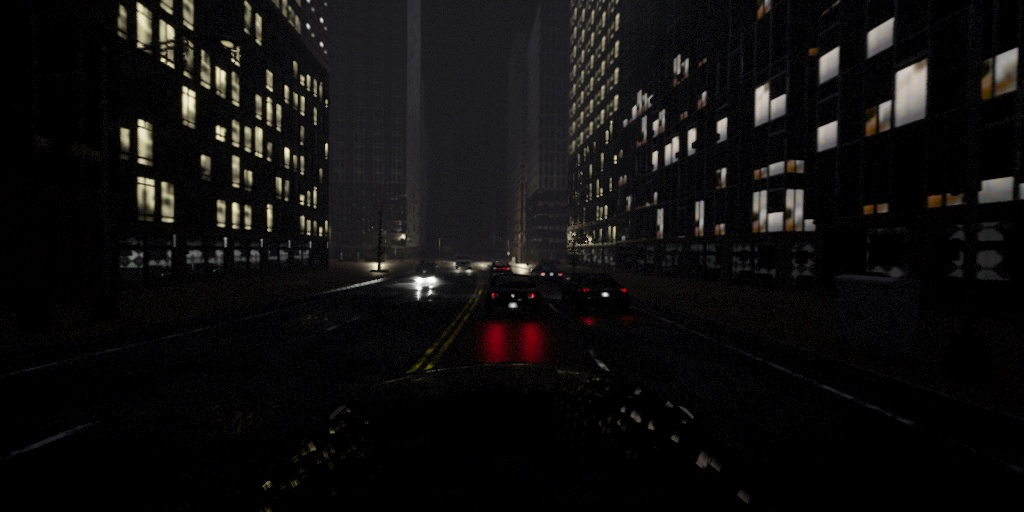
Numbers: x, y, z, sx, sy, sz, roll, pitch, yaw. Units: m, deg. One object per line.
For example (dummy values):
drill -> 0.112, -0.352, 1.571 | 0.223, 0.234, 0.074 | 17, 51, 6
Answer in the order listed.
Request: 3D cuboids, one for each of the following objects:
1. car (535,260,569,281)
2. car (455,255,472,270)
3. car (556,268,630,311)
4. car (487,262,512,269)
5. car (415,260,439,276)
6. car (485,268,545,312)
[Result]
car -> 2.540, 1.301, 27.173 | 2.033, 1.411, 5.357 | 1, 0, -4
car -> -6.837, 0.857, 50.639 | 2.150, 2.045, 5.566 | 0, 0, -7
car -> 3.223, 1.338, 14.610 | 1.994, 1.385, 4.181 | 1, 0, -2
car -> -1.031, 1.208, 30.650 | 2.128, 1.511, 4.902 | 1, 0, -5
car -> -8.140, 1.140, 34.581 | 2.128, 1.511, 4.902 | 1, 0, -7
car -> -0.011, 1.344, 14.161 | 1.895, 1.301, 4.718 | 1, 0, -1
